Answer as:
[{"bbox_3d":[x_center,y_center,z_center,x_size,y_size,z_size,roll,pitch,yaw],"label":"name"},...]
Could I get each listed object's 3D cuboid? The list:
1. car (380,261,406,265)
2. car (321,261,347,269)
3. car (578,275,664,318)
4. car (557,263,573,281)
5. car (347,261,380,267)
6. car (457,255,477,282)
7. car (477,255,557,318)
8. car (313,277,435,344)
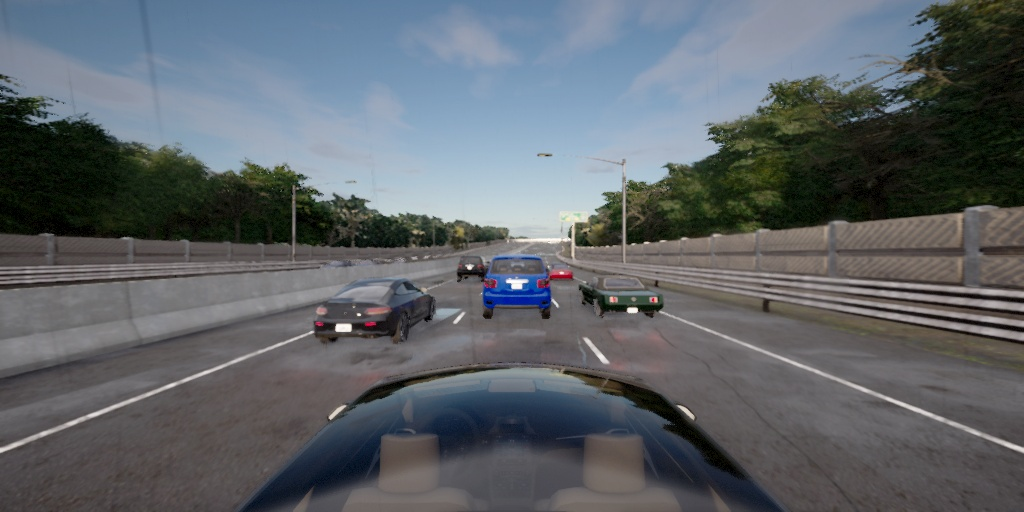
[{"bbox_3d":[-13.351,1.302,42.110,1.994,1.385,4.181,0,0,2],"label":"car"},{"bbox_3d":[-20.348,1.279,42.395,2.033,1.411,5.357,0,0,2],"label":"car"},{"bbox_3d":[3.674,1.353,13.053,1.895,1.301,4.718,0,0,1],"label":"car"},{"bbox_3d":[3.991,1.317,30.454,1.994,1.385,4.181,0,0,1],"label":"car"},{"bbox_3d":[-16.853,1.282,42.192,2.033,1.411,5.357,0,0,2],"label":"car"},{"bbox_3d":[-3.047,0.970,29.074,2.150,2.045,5.566,0,0,1],"label":"car"},{"bbox_3d":[0.174,0.972,13.111,2.150,2.045,5.566,0,0,1],"label":"car"},{"bbox_3d":[-3.356,1.274,9.485,1.812,1.442,4.674,0,0,0],"label":"car"}]
